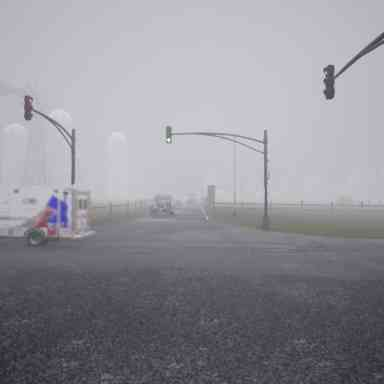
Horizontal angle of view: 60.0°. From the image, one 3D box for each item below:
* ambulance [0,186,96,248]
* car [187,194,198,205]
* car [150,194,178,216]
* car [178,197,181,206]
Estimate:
[{"bbox_3d":[-7.579,0.996,14.284,6.366,2.431,2.351,1,-1,0],"label":"ambulance"},{"bbox_3d":[0.017,1.588,63.178,1.837,1.490,4.892,0,0,0],"label":"car"},{"bbox_3d":[-2.862,1.260,33.285,2.150,2.045,5.566,0,0,0],"label":"car"},{"bbox_3d":[-2.842,1.578,43.943,1.812,1.442,4.674,0,0,0],"label":"car"}]
